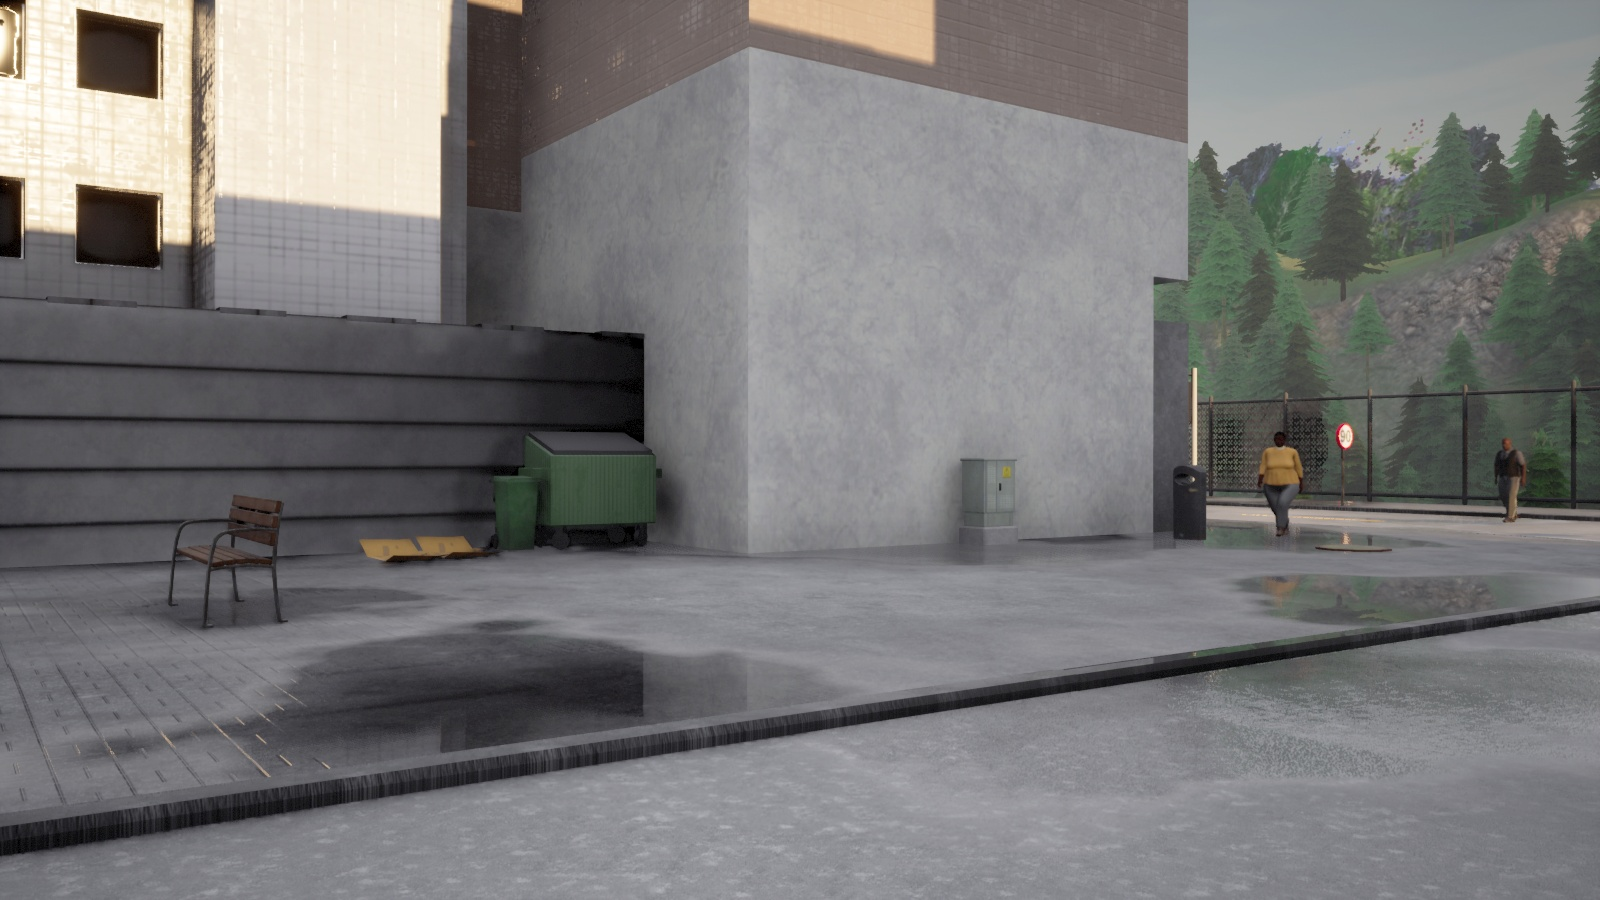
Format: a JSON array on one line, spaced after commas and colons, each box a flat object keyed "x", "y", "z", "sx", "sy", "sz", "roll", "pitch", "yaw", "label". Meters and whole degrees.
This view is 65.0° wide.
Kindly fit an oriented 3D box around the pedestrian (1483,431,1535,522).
[{"x": 14.958, "y": 0.551, "z": 26.488, "sx": 0.849, "sy": 1.883, "sz": 0.563, "roll": 0, "pitch": 0, "yaw": -27, "label": "pedestrian"}]

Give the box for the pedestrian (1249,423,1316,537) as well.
[{"x": 8.107, "y": 0.489, "z": 21.100, "sx": 0.874, "sy": 1.855, "sz": 0.900, "roll": 0, "pitch": 0, "yaw": 33, "label": "pedestrian"}]
